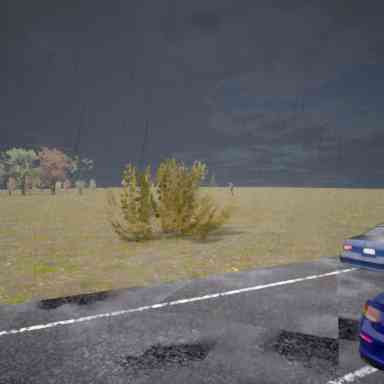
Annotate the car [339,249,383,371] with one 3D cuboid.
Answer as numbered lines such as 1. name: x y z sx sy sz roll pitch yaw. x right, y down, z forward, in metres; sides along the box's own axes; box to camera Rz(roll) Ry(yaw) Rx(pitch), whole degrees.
1. car: 4.175 1.525 4.340 4.674 1.442 1.812 0 0 -28

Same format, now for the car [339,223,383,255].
1. car: 6.594 1.548 9.811 5.357 1.411 2.033 0 0 -33
